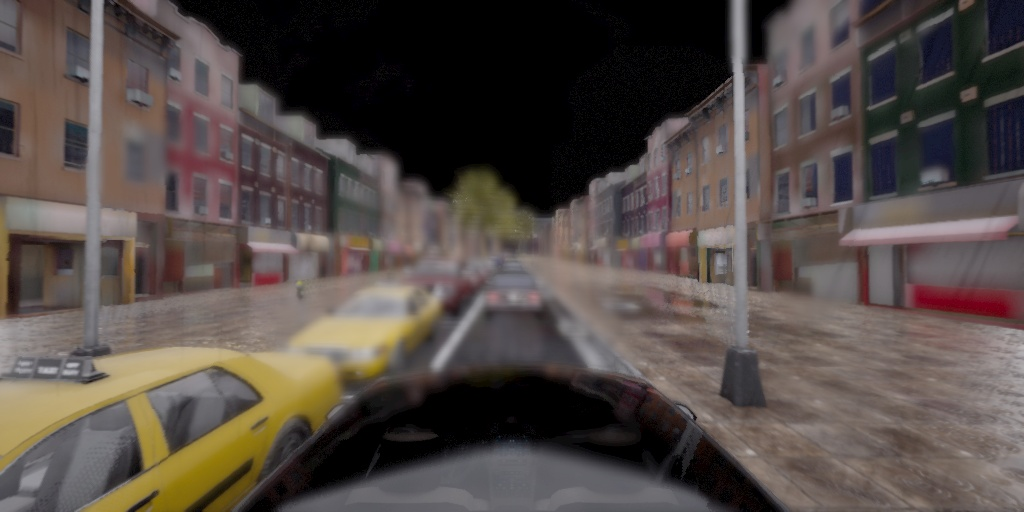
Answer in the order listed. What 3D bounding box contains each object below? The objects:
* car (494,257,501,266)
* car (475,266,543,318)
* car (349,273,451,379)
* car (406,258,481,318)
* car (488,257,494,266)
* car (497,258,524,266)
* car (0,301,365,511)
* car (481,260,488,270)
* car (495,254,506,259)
[{"bbox_3d":[-2.414,1.087,35.195,2.007,1.370,4.403,0,0,0],"label":"car"},{"bbox_3d":[0.087,1.244,12.713,2.033,1.411,5.357,0,0,1],"label":"car"},{"bbox_3d":[-2.617,1.248,7.341,1.751,1.417,4.829,0,0,0],"label":"car"},{"bbox_3d":[-2.575,1.009,13.047,2.192,1.841,5.009,0,0,0],"label":"car"},{"bbox_3d":[-2.495,1.065,24.122,1.967,1.591,4.097,0,0,0],"label":"car"},{"bbox_3d":[0.194,1.147,27.677,2.033,1.411,5.357,0,0,1],"label":"car"},{"bbox_3d":[-2.657,1.274,1.806,1.751,1.417,4.829,0,0,0],"label":"car"},{"bbox_3d":[-2.535,1.102,18.584,1.967,1.591,4.097,0,0,0],"label":"car"},{"bbox_3d":[-2.376,0.798,56.014,1.882,1.535,5.008,0,1,0],"label":"car"}]
